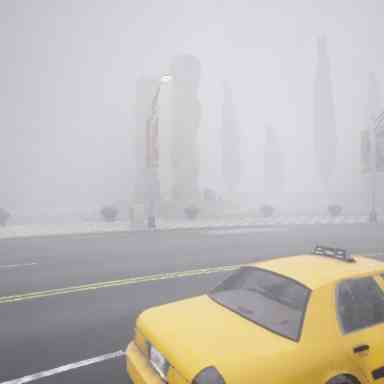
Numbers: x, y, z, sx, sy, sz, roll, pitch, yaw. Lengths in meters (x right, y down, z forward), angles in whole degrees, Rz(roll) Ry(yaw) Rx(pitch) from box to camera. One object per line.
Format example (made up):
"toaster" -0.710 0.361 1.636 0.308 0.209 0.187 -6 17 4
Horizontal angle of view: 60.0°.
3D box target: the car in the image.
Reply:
"car" 1.941 1.455 4.167 5.366 1.575 1.801 0 0 -29
